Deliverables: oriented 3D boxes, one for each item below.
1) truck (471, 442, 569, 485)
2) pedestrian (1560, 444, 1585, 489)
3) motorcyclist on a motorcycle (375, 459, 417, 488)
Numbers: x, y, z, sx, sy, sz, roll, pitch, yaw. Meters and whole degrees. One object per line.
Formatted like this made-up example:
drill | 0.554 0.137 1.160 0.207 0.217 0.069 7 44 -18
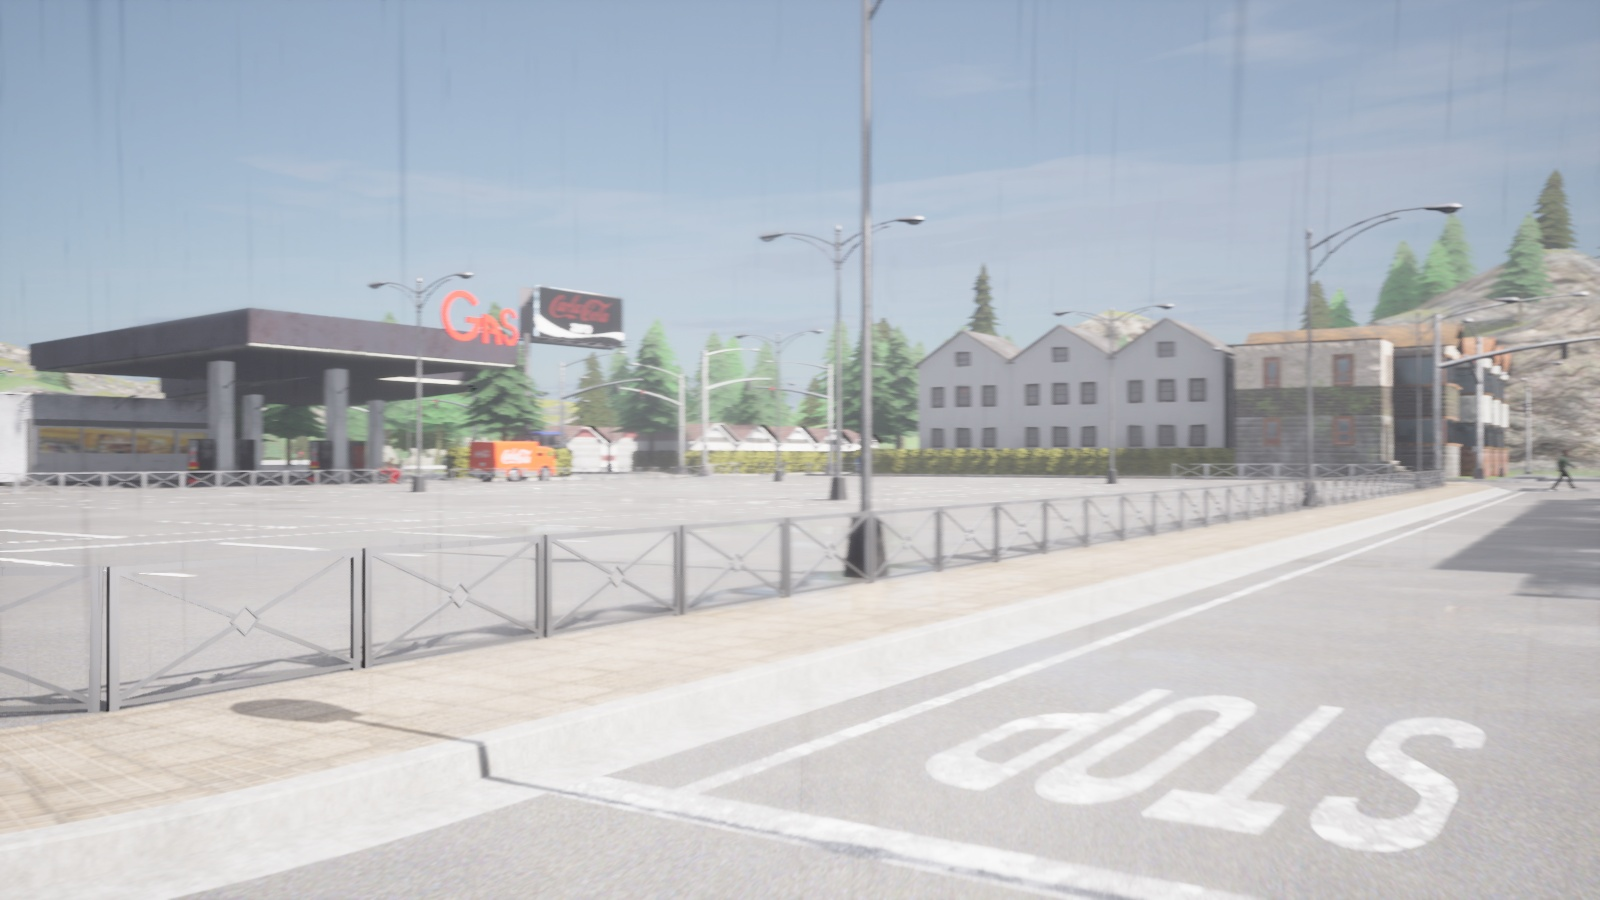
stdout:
truck | -16.421 0.788 73.876 2.627 2.467 5.204 0 0 34
pedestrian | 33.383 0.702 54.251 0.423 1.949 0.788 0 0 -37
motorcyclist on a motorcycle | -21.379 1.232 66.461 0.797 1.523 2.044 0 0 34
